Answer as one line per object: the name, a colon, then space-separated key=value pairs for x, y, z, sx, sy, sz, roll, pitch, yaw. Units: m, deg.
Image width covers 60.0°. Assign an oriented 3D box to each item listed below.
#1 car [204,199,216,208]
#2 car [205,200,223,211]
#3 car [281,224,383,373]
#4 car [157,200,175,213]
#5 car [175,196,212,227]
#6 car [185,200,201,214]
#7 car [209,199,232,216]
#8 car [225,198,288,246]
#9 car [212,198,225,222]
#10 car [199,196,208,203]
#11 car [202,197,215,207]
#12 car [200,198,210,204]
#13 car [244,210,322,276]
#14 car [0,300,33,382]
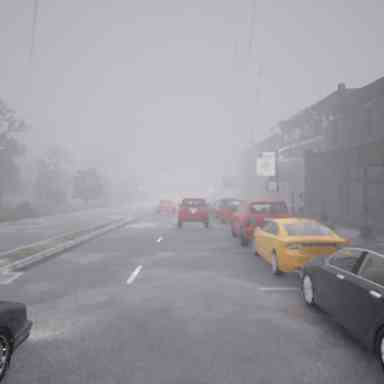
car: x=3.210 y=2.028 z=60.532 sx=1.946 sy=1.575 sz=5.366 roll=0 pitch=-1 yaw=0
car: x=3.214 y=1.930 z=49.290 sx=2.231 sy=1.521 sz=4.892 roll=0 pitch=-1 yaw=0
car: x=3.224 y=1.530 z=5.217 sx=2.231 sy=1.521 sz=4.892 roll=0 pitch=-1 yaw=0
car: x=-3.160 y=1.734 z=41.913 sx=2.097 sy=1.767 sz=4.553 roll=0 pitch=0 yaw=0
car: x=0.093 y=1.450 z=25.007 sx=2.150 sy=2.045 sz=5.566 roll=0 pitch=-1 yaw=0
car: x=0.091 y=1.863 z=42.317 sx=1.882 sy=1.535 sz=5.008 roll=0 pitch=-1 yaw=0
car: x=3.217 y=1.704 z=38.342 sx=2.185 sy=1.767 sz=4.553 roll=0 pitch=-1 yaw=0
car: x=3.221 y=1.377 z=16.178 sx=2.435 sy=2.045 sz=5.566 roll=0 pitch=-1 yaw=0
car: x=3.218 y=1.654 z=32.818 sx=2.185 sy=1.767 sz=4.553 roll=0 pitch=-1 yaw=0
car: x=3.184 y=2.080 z=93.653 sx=2.435 sy=2.045 sz=5.566 roll=0 pitch=-1 yaw=0
car: x=3.212 y=1.953 z=65.842 sx=2.185 sy=1.767 sz=4.553 roll=0 pitch=-1 yaw=0
car: x=3.195 y=2.231 z=82.441 sx=2.231 sy=1.521 sz=4.892 roll=0 pitch=-1 yaw=0
car: x=3.223 y=1.579 z=10.743 sx=2.097 sy=1.535 sz=5.008 roll=0 pitch=-1 yaw=0
car: x=-3.150 y=1.568 z=2.191 sx=2.033 sy=1.411 sz=5.357 roll=0 pitch=-1 yaw=0
